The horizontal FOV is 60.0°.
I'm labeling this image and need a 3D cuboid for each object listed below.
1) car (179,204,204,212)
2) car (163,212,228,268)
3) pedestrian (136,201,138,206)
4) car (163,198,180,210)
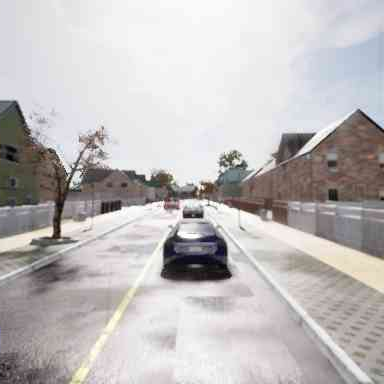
[{"bbox_3d":[0.101,1.726,30.306,1.895,1.301,4.718,0,0,0],"label":"car"},{"bbox_3d":[0.099,1.605,11.462,1.994,1.385,4.181,0,0,0],"label":"car"},{"bbox_3d":[-9.908,2.123,59.943,0.500,1.100,0.500,0,-2,5],"label":"pedestrian"},{"bbox_3d":[-2.747,1.622,45.755,2.097,1.767,4.553,0,0,0],"label":"car"}]
